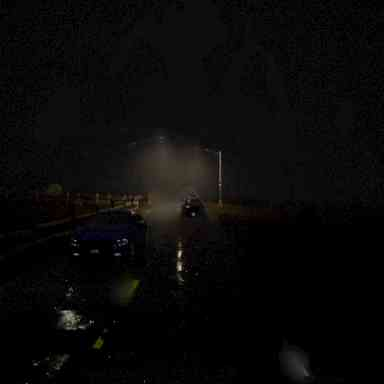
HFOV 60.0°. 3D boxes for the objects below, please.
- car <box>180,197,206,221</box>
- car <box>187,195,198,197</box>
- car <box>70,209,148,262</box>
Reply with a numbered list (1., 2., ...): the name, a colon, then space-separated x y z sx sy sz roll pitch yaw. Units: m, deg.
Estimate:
1. car: 0.095 1.333 25.009 1.812 1.442 4.674 0 0 0
2. car: 0.105 1.103 41.892 1.837 1.490 4.892 0 1 0
3. car: -2.789 1.427 12.093 1.882 1.535 5.008 0 0 0
